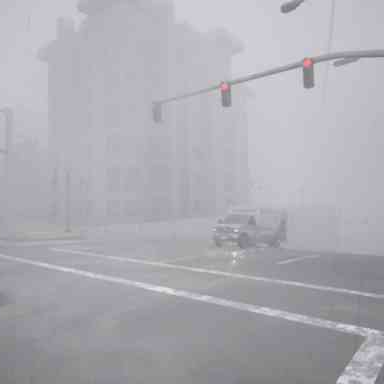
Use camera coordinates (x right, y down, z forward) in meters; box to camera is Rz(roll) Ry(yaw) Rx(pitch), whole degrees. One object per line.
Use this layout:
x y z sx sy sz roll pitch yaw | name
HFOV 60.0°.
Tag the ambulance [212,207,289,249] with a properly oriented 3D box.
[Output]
3.815 2.253 21.154 2.351 2.431 6.366 -3 -9 39 | ambulance
